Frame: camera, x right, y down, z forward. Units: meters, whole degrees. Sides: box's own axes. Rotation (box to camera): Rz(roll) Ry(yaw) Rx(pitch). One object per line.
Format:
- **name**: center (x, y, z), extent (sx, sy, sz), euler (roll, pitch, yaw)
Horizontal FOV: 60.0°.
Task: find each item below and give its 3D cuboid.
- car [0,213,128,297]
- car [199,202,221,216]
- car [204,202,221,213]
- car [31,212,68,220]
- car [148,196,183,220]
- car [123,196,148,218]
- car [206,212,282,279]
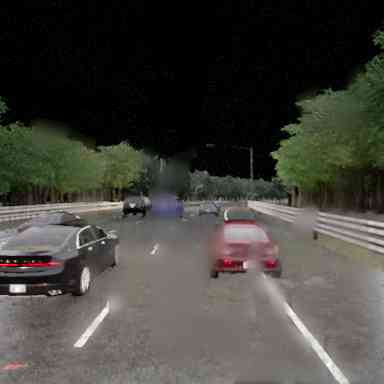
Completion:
- **car**: center (-3.201, 1.543, 8.651), extent (1.837, 1.490, 4.892), euler (0, 0, 1)
- **car**: center (1.853, 1.831, 35.350), extent (1.994, 1.385, 4.181), euler (0, -1, 7)
- **car**: center (2.836, 2.024, 45.133), extent (1.994, 1.385, 4.181), euler (0, -1, 8)
- **car**: center (-6.434, 1.634, 15.860), extent (1.994, 1.385, 4.181), euler (0, 0, 3)
- **car**: center (-2.063, 1.408, 29.806), extent (2.150, 2.045, 5.566), euler (0, -1, 4)
- **car**: center (-5.275, 1.463, 33.422), extent (2.150, 2.045, 5.566), euler (0, -1, 5)
- **car**: center (1.428, 1.563, 10.099), extent (1.812, 1.442, 4.674), euler (0, 0, 2)
